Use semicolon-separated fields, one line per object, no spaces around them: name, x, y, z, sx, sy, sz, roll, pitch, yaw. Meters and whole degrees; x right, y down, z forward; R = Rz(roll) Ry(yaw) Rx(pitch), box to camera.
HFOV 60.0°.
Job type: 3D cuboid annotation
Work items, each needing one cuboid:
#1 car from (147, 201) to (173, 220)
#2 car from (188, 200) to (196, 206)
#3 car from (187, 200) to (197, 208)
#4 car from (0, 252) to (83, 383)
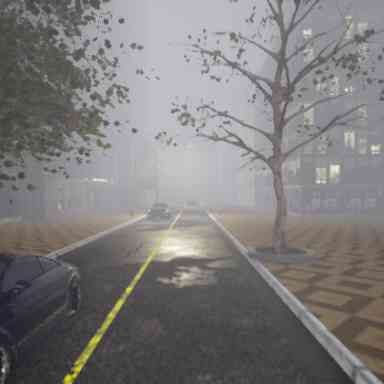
car;-3.020;1.716;31.870;2.097;1.767;4.553;0;-1;0
car;-0.023;2.393;75.185;1.895;1.301;4.718;0;-1;0
car;-0.020;2.272;64.741;1.837;1.490;4.892;0;-1;0
car;-3.095;1.618;4.786;1.994;1.385;4.181;0;-1;0
